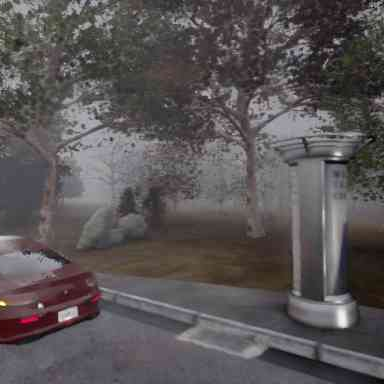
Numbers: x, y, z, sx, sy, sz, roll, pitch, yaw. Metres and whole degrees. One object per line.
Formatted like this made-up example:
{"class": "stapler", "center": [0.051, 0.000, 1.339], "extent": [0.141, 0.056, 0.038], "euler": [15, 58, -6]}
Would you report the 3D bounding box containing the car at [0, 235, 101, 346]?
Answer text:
{"class": "car", "center": [-3.585, 1.518, 5.938], "extent": [4.674, 1.442, 1.812], "euler": [0, 0, 36]}
